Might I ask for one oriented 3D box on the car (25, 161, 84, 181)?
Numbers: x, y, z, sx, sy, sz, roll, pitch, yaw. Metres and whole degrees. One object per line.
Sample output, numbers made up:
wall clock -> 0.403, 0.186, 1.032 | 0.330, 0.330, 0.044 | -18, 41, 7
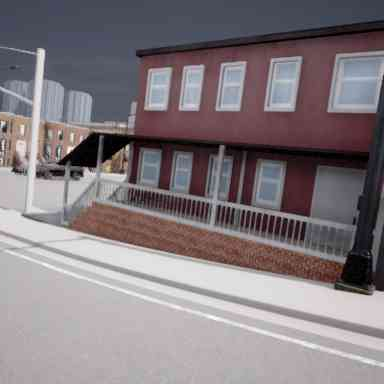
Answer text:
car -> -14.373, -2.335, 35.873 | 2.150, 2.045, 5.566 | 10, 6, 35

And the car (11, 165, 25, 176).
car -> -17.769, -2.516, 37.166 | 1.994, 1.385, 4.181 | 10, 6, 35
